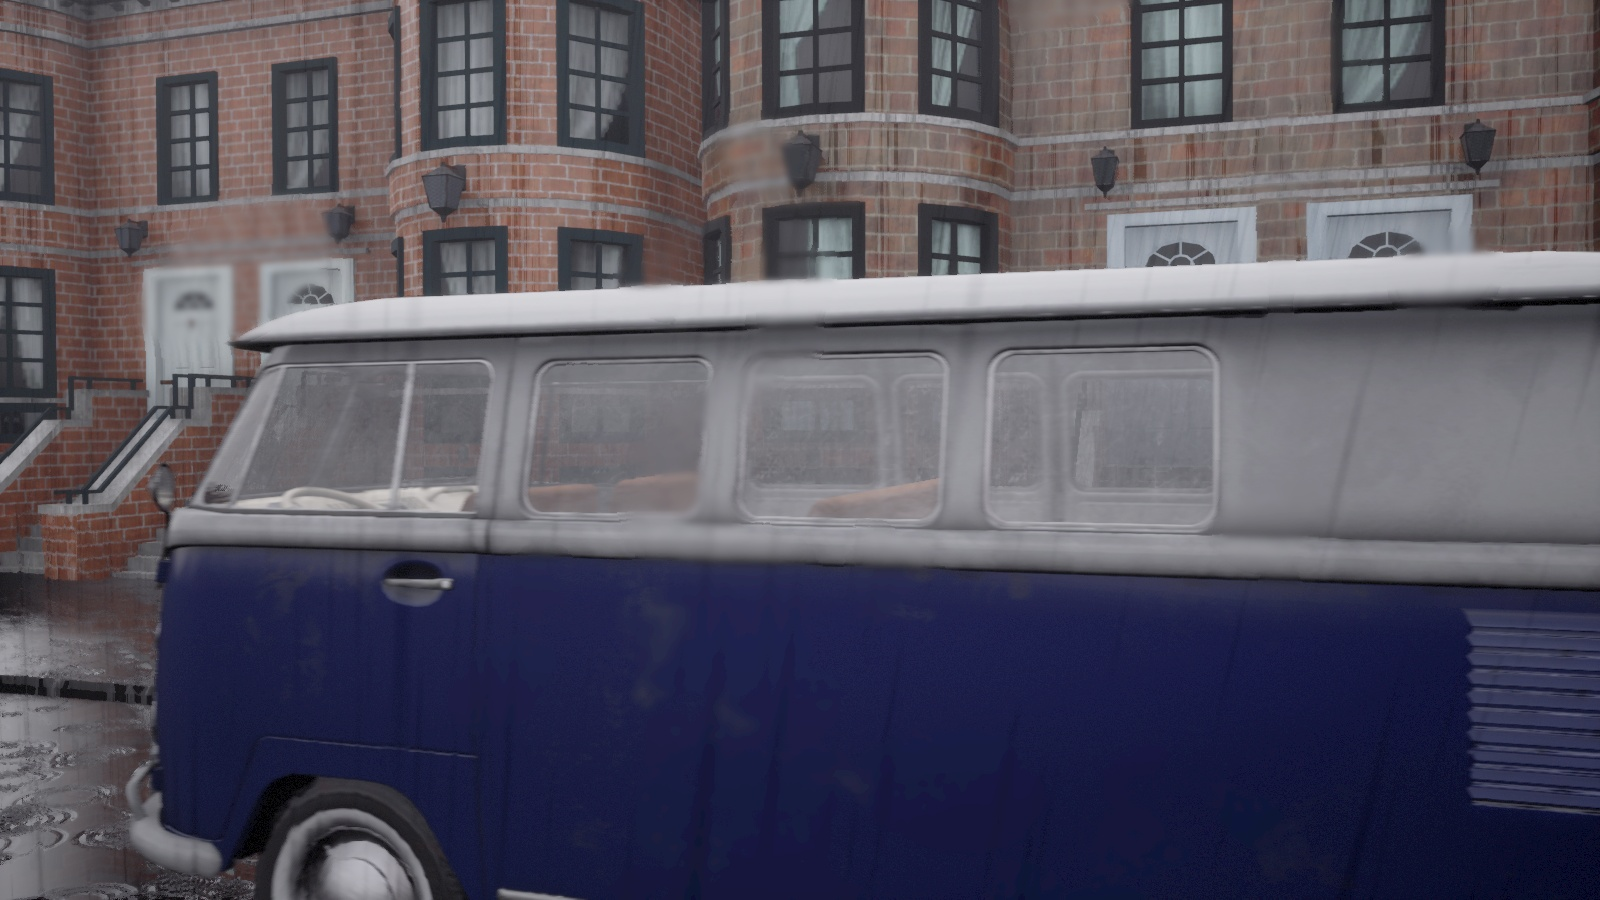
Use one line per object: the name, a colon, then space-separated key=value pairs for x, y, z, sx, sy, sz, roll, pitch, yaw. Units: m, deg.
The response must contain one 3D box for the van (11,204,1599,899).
van: x=0.181 y=0.521 z=3.655 sx=4.442 sy=1.987 sz=1.775 roll=1 pitch=1 yaw=19
